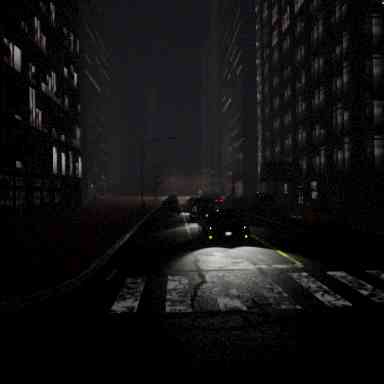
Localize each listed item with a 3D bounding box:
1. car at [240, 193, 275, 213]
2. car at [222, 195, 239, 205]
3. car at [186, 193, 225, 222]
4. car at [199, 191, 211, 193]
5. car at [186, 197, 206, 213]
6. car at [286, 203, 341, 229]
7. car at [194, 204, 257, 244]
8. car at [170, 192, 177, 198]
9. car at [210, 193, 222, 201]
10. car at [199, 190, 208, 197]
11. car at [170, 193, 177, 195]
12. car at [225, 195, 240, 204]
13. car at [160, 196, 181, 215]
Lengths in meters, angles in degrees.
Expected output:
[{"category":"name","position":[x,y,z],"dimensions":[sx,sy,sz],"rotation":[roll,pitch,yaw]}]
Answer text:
[{"category":"car","position":[6.348,0.988,31.381],"dimensions":[2.192,1.841,5.009],"rotation":[0,0,-3]},{"category":"car","position":[5.505,1.115,48.285],"dimensions":[1.802,1.307,4.206],"rotation":[0,1,-3]},{"category":"car","position":[0.873,1.172,24.787],"dimensions":[2.097,1.767,4.553],"rotation":[-1,1,-3]},{"category":"car","position":[2.512,1.057,56.147],"dimensions":[2.033,1.411,5.357],"rotation":[-1,1,-3]},{"category":"car","position":[0.365,1.262,35.024],"dimensions":[1.812,1.442,4.674],"rotation":[-1,1,-2]},{"category":"car","position":[6.909,1.295,19.447],"dimensions":[1.752,1.417,4.829],"rotation":[0,0,-3]},{"category":"car","position":[1.353,1.460,15.238],"dimensions":[1.994,1.385,4.181],"rotation":[-1,1,-3]},{"category":"car","position":[-4.836,0.779,87.278],"dimensions":[1.967,1.590,4.097],"rotation":[0,1,-3]},{"category":"car","position":[4.659,0.936,65.188],"dimensions":[1.887,1.381,4.507],"rotation":[0,1,-3]},{"category":"car","position":[3.249,0.466,93.357],"dimensions":[2.192,1.841,5.009],"rotation":[0,1,-3]},{"category":"car","position":[-2.862,1.255,47.829],"dimensions":[1.802,1.307,4.206],"rotation":[0,0,-3]},{"category":"car","position":[5.787,1.125,42.651],"dimensions":[1.887,1.381,4.507],"rotation":[0,0,-3]},{"category":"car","position":[-2.016,1.378,30.923],"dimensions":[1.947,1.339,4.313],"rotation":[0,0,-3]}]
